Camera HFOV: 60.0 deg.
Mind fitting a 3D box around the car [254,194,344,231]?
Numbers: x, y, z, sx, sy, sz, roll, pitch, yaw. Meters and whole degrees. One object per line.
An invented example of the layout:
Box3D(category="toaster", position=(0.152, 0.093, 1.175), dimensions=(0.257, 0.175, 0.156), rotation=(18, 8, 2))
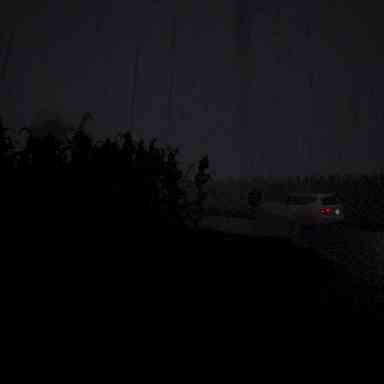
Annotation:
Box3D(category="car", position=(6.353, 1.124, 20.296), dimensions=(2.150, 2.045, 5.566), rotation=(0, 1, -36))
